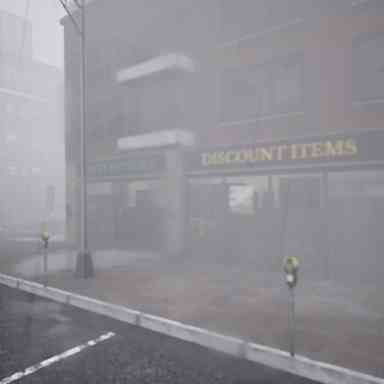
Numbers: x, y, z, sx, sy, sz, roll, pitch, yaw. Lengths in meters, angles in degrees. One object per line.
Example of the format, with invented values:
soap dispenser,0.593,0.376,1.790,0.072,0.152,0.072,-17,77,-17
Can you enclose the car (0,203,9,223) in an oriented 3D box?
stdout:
car,-19.110,1.951,29.761,2.192,1.841,5.009,-2,-2,35
